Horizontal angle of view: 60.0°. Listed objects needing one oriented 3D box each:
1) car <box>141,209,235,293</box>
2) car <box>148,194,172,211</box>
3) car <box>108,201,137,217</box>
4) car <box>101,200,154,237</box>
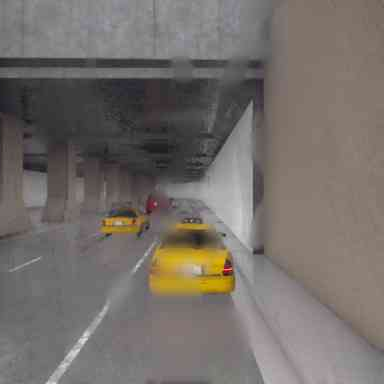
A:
[{"bbox_3d":[0.005,1.457,8.840,1.801,1.575,5.366,0,0,0],"label":"car"},{"bbox_3d":[-3.297,1.221,33.286,2.150,2.045,5.566,0,0,0],"label":"car"},{"bbox_3d":[-6.798,1.601,32.857,1.895,1.301,4.718,0,0,0],"label":"car"},{"bbox_3d":[-3.395,1.456,17.936,1.801,1.575,5.366,0,0,0],"label":"car"}]
